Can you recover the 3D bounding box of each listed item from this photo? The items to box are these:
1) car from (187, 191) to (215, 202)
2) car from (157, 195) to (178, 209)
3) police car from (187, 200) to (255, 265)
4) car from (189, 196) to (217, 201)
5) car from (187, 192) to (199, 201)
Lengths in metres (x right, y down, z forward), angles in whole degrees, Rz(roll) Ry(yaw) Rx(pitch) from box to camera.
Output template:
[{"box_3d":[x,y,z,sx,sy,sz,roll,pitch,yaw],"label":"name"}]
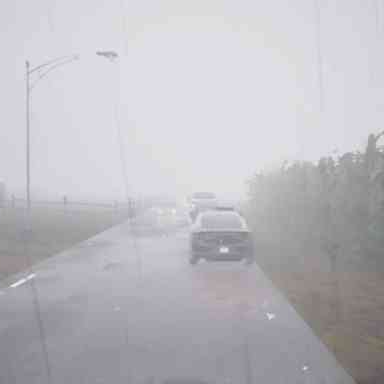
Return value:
[{"box_3d":[0.899,0.904,27.278,2.150,2.045,5.566,0,1,0],"label":"car"},{"box_3d":[-2.736,1.075,37.709,1.812,1.442,4.674,0,1,0],"label":"car"},{"box_3d":[0.857,1.297,11.362,1.930,1.638,5.238,0,1,0],"label":"police car"},{"box_3d":[0.884,1.261,21.252,1.837,1.490,4.892,0,1,0],"label":"car"},{"box_3d":[0.177,0.777,63.053,2.128,1.511,4.902,0,0,0],"label":"car"}]
